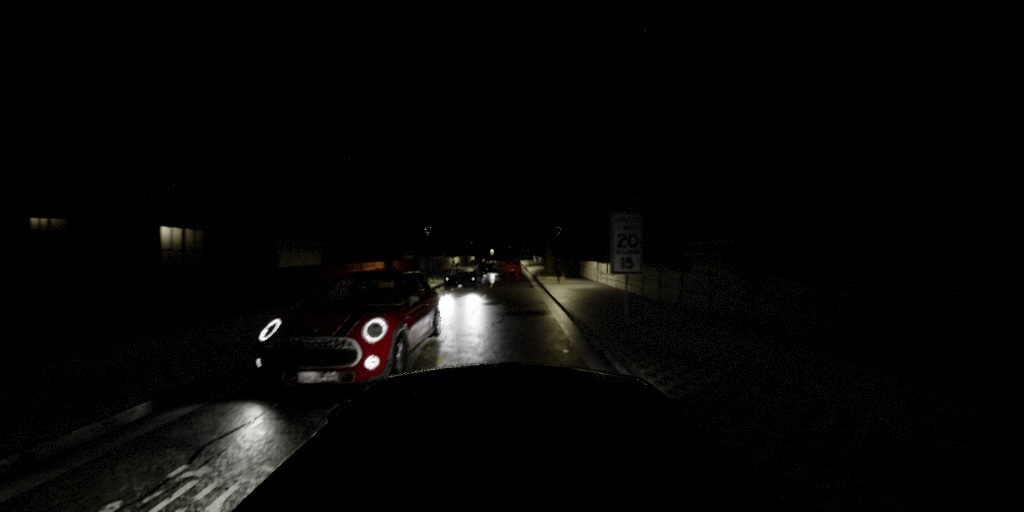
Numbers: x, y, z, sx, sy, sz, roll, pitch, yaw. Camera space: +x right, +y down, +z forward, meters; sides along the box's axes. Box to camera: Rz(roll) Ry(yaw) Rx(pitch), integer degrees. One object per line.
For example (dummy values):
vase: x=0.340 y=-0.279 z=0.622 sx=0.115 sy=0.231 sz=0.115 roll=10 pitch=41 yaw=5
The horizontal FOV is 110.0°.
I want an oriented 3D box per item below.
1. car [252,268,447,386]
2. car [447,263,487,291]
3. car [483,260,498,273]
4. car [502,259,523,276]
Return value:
car: x=-2.841 y=1.105 z=7.262 sx=2.097 sy=1.767 sz=4.553 roll=0 pitch=0 yaw=0
car: x=-2.821 y=1.323 z=21.722 sx=1.895 sy=1.301 sz=4.718 roll=0 pitch=0 yaw=0
car: x=-2.703 y=1.203 z=41.245 sx=1.994 sy=1.385 sz=4.181 roll=0 pitch=0 yaw=0
car: x=0.047 y=1.142 z=36.646 sx=1.882 sy=1.535 sz=5.008 roll=0 pitch=0 yaw=0
